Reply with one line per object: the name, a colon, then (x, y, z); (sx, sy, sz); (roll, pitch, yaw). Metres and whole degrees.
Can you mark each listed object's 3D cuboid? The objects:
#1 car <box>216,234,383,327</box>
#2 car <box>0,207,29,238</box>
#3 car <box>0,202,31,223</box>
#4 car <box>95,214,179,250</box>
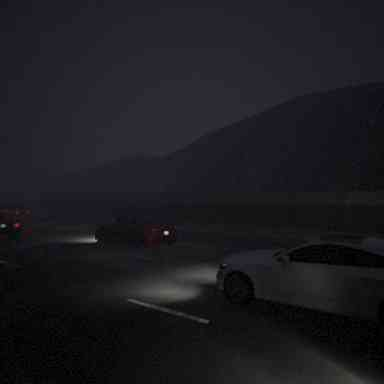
car: (2.692, 1.561, 6.486); (4.674, 1.442, 1.812); (-1, 0, 36)
car: (-11.040, 1.741, 18.087); (5.357, 1.411, 2.033); (-1, -1, 44)
car: (-14.925, 1.635, 27.243); (2.097, 1.767, 4.553); (0, -1, -42)
car: (-2.594, 1.692, 15.178); (4.181, 1.385, 1.994); (-1, -1, 40)
